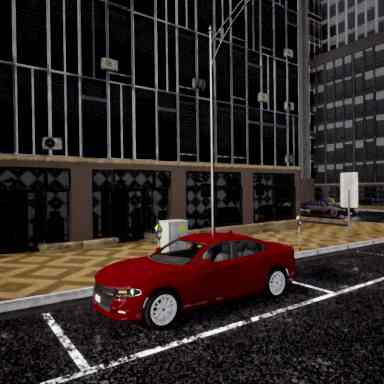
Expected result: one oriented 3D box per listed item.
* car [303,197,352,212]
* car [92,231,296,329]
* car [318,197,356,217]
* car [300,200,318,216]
[{"bbox_3d":[14.898,1.274,36.726,1.752,1.417,4.829,-1,1,-35],"label":"car"},{"bbox_3d":[0.246,1.543,6.900,4.507,1.381,1.887,0,-1,-35],"label":"car"},{"bbox_3d":[12.093,1.421,30.646,2.033,1.411,5.357,-1,1,-35],"label":"car"},{"bbox_3d":[8.904,1.450,30.775,2.008,1.369,4.403,-1,1,-35],"label":"car"}]
